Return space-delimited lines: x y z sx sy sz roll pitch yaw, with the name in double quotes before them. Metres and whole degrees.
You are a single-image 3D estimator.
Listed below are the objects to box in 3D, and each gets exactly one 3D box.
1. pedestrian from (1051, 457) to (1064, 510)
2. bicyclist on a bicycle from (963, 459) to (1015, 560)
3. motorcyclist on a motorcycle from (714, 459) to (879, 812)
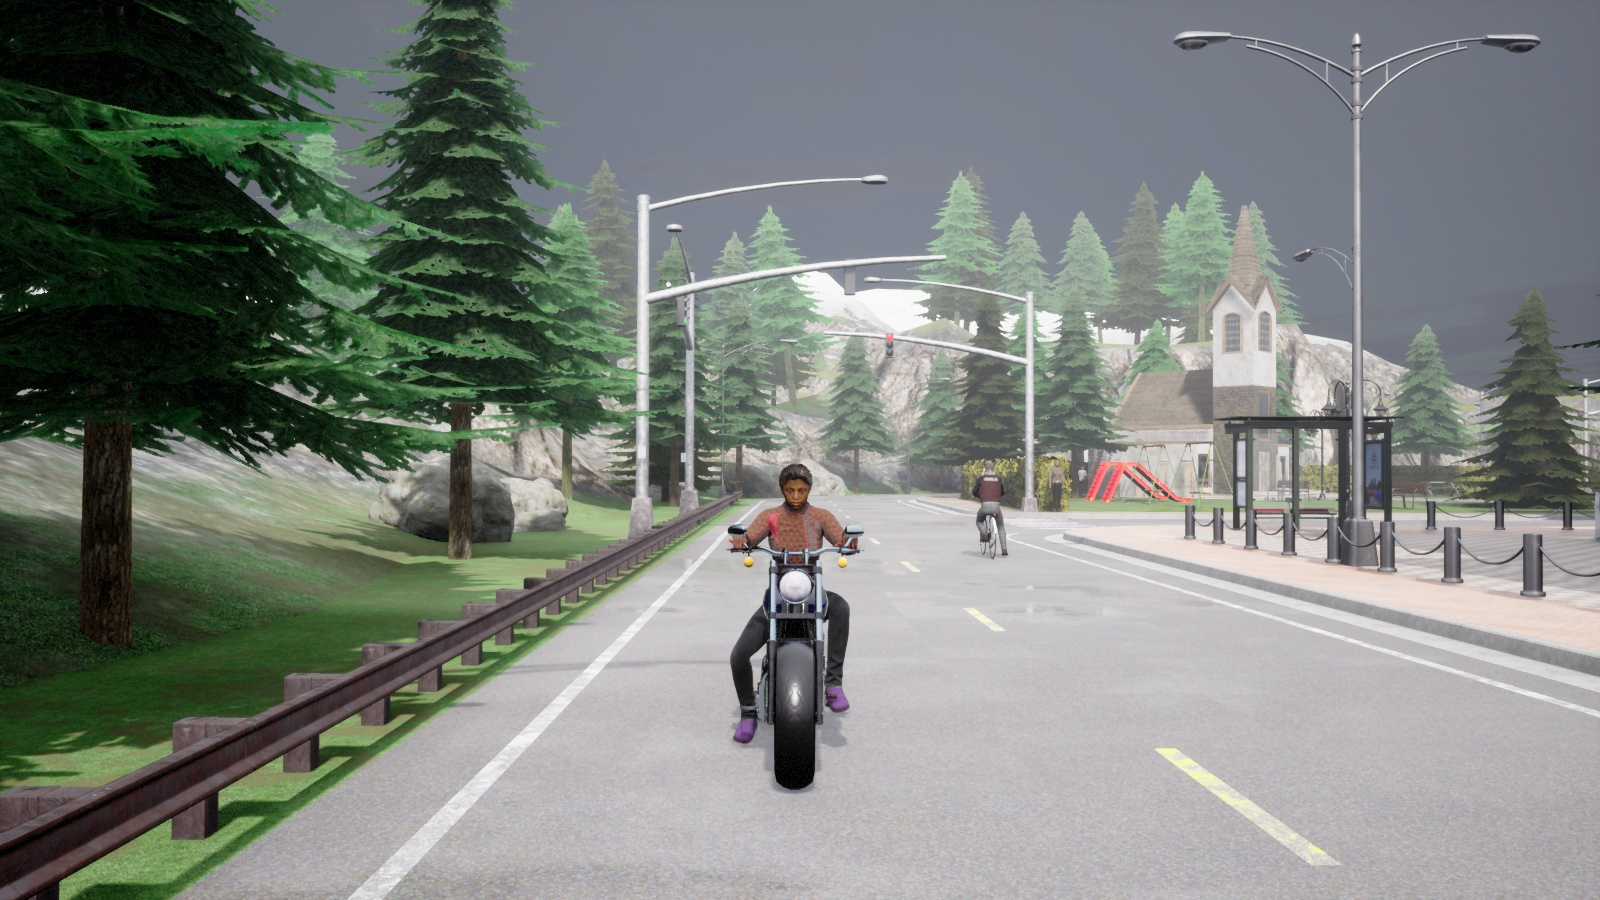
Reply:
"pedestrian" 8.943 1.155 43.646 0.331 1.846 0.634 0 -1 1
"bicyclist on a bicycle" 3.438 1.056 22.945 0.659 1.776 1.843 0 -1 0
"motorcyclist on a motorcycle" -0.019 0.883 7.064 0.766 1.649 2.350 0 -1 0
